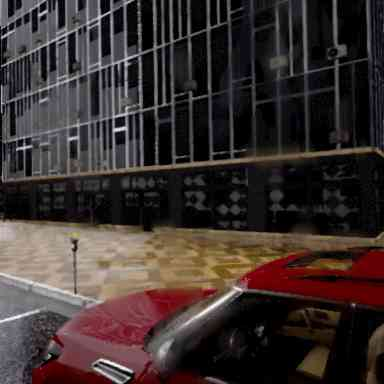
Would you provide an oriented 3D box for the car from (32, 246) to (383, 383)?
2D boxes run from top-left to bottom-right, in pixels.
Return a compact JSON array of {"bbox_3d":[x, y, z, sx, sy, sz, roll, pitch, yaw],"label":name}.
[{"bbox_3d":[1.064,1.317,2.135,5.009,1.841,2.192,-1,-1,36],"label":"car"}]
